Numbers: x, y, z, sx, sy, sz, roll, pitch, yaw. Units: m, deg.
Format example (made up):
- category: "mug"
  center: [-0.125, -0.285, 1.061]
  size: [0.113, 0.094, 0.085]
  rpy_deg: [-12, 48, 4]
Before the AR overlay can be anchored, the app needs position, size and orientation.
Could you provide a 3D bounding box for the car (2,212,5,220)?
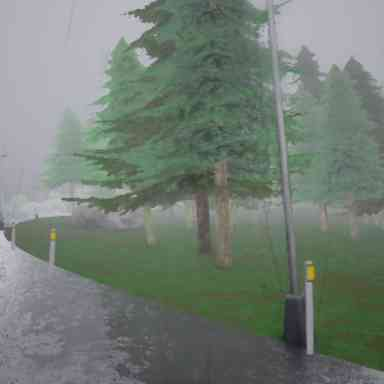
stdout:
- category: "car"
  center: [-22.057, 2.483, 36.265]
  size: [2.128, 1.511, 4.902]
  rpy_deg: [-4, -1, -10]
